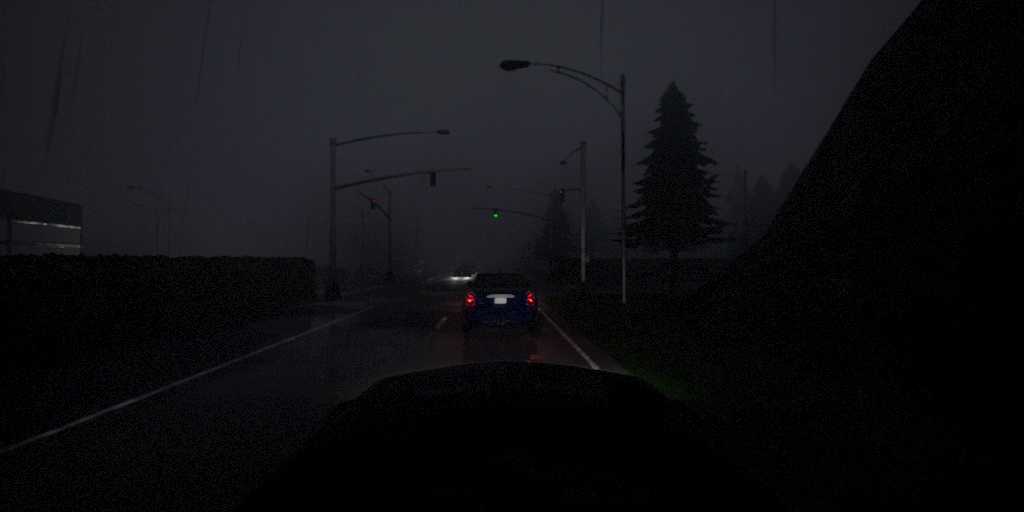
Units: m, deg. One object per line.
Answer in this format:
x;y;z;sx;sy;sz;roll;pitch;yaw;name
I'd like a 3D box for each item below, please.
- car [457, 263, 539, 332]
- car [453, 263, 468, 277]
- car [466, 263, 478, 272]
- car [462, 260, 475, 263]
-0.412;1.223;11.522;2.097;1.767;4.553;0;-1;-3;car
-5.919;1.837;43.217;1.994;1.385;4.181;0;-1;-3;car
-7.007;1.996;62.937;1.882;1.535;5.008;0;-1;-3;car
-6.458;1.612;52.658;2.150;2.045;5.566;0;-1;-3;car
